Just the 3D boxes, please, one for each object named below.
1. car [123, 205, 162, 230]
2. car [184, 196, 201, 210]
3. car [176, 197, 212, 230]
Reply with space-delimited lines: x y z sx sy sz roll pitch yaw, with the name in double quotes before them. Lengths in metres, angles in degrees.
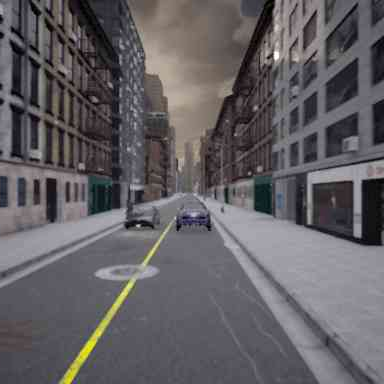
"car" -3.049 1.565 21.650 2.033 1.411 5.357 0 0 0
"car" 0.112 1.389 43.221 2.097 1.767 4.553 0 0 0
"car" 0.099 1.369 21.138 2.097 1.767 4.553 0 0 0
